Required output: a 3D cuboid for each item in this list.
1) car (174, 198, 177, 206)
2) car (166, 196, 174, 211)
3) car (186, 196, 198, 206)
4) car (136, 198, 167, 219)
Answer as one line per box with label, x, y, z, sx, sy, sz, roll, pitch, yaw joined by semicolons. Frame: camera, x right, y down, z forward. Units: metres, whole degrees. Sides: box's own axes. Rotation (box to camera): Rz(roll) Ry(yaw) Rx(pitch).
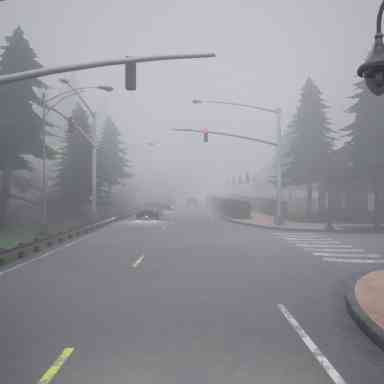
car;-3.594;1.502;54.191;1.837;1.490;4.892;0;1;0
car;-3.595;1.526;41.559;1.812;1.442;4.674;0;0;0
car;-0.007;1.478;56.098;1.882;1.535;5.008;0;0;0
car;-3.604;1.547;29.010;2.033;1.411;5.357;0;0;0
